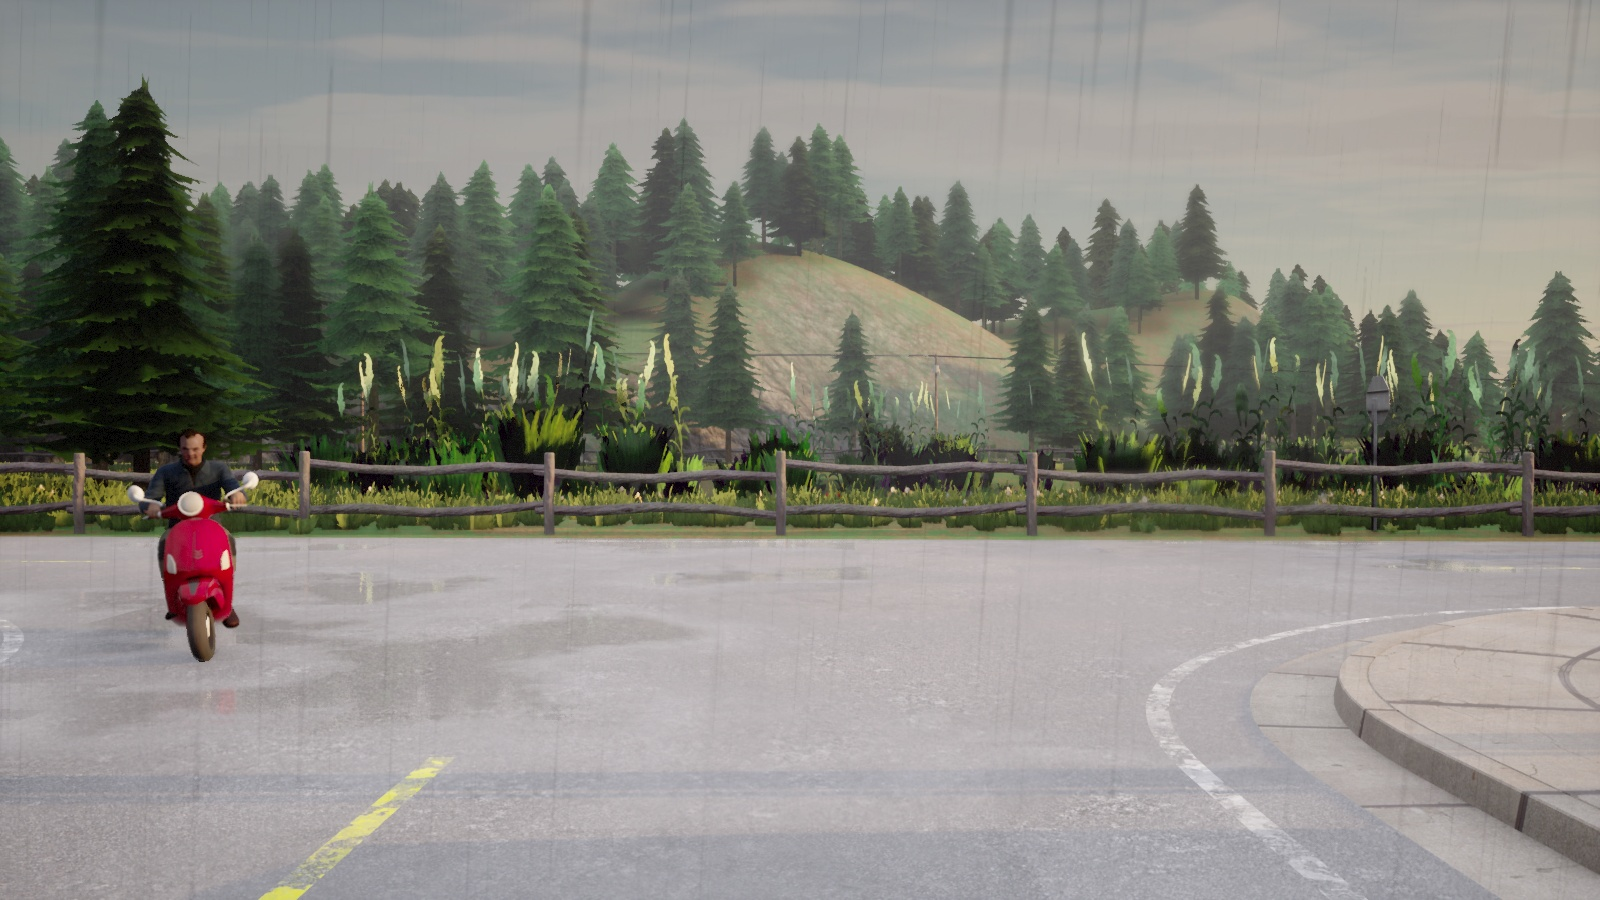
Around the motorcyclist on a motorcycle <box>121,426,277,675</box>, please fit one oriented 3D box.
[{"bbox_3d":[-4.362,0.640,9.144,0.866,1.590,1.817,-3,2,-26],"label":"motorcyclist on a motorcycle"}]

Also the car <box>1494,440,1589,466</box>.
[{"bbox_3d":[46.649,0.182,79.084,4.611,1.667,2.242,0,0,2],"label":"car"}]
